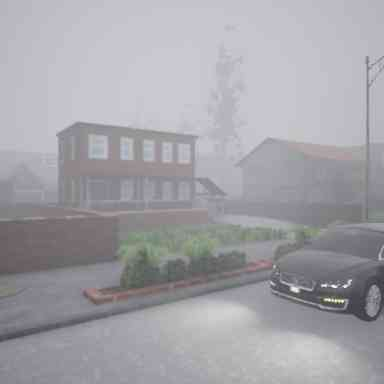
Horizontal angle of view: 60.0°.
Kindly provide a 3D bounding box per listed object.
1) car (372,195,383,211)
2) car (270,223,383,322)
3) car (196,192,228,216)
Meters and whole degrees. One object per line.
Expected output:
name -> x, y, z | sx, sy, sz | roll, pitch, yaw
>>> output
car -> 17.552, 1.054, 33.315 | 1.845, 1.501, 3.633 | 0, 0, -35
car -> 3.810, 1.489, 7.316 | 4.892, 1.490, 1.837 | 0, 0, -35
car -> 0.816, 0.939, 24.149 | 3.866, 1.878, 1.905 | 0, 0, -35
